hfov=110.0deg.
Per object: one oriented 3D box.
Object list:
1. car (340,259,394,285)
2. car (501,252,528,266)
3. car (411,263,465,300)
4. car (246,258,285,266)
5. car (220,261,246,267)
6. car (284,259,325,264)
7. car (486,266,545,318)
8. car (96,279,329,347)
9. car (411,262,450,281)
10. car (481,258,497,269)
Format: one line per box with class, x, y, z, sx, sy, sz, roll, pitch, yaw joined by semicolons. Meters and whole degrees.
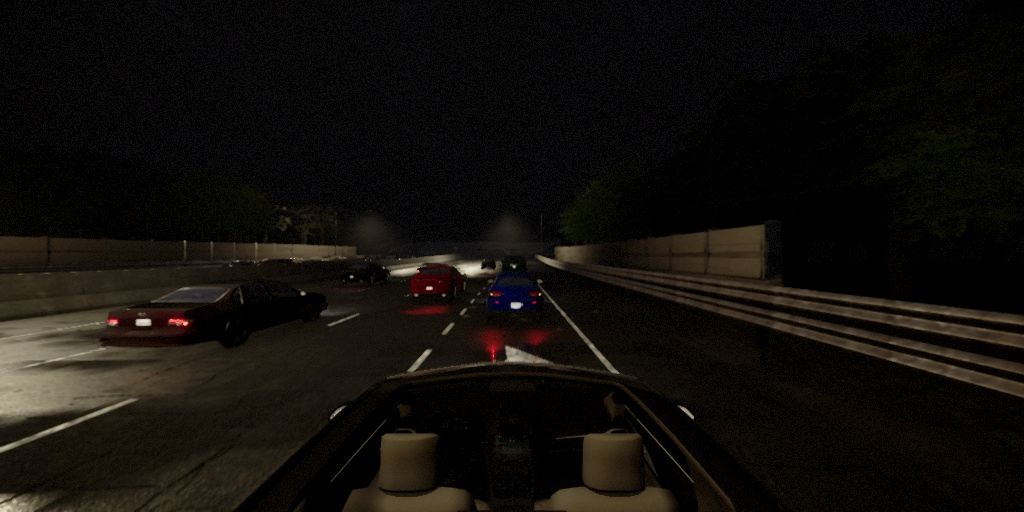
car;-10.338;1.199;25.606;1.882;1.535;5.008;0;0;0
car;0.205;0.937;31.210;2.150;2.045;5.566;0;0;1
car;-3.472;1.210;17.572;1.882;1.535;5.008;0;0;0
car;-24.448;1.050;36.931;2.097;1.767;4.553;0;0;1
car;-27.950;1.247;36.736;2.033;1.411;5.357;0;0;1
car;-20.947;1.205;37.242;1.837;1.490;4.892;0;0;1
car;0.116;1.263;12.710;1.812;1.442;4.674;0;0;0
car;-6.894;1.288;9.220;2.033;1.411;5.357;0;0;0
car;-6.812;1.263;30.600;2.033;1.411;5.357;0;0;0
car;-3.250;1.074;50.685;2.128;1.511;4.902;0;1;1
